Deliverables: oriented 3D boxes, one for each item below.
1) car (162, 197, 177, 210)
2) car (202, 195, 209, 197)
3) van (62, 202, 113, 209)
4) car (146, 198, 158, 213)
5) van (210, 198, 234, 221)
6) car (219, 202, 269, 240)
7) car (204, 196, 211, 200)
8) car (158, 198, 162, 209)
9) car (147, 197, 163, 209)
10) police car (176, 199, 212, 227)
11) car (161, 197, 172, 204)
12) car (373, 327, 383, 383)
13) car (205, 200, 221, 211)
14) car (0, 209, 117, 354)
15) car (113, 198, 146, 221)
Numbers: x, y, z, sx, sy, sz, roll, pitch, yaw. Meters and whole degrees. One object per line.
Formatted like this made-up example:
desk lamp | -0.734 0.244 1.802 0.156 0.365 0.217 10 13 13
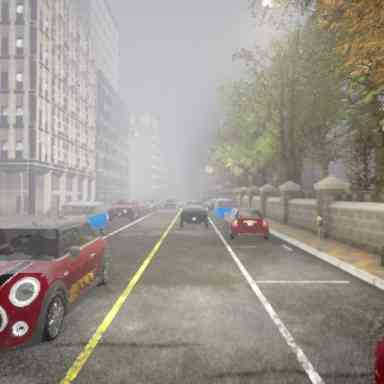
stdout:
car | -3.014 1.709 46.694 1.837 1.490 4.892 0 0 0
car | 2.804 1.588 66.763 2.192 1.841 5.009 1 0 0
van | -5.656 1.424 17.516 1.690 1.788 3.998 1 0 0
car | -5.623 1.727 39.412 2.008 1.369 4.403 1 0 0
van | 2.742 1.475 28.412 1.690 1.788 3.998 1 0 0
car | 2.723 1.525 17.454 1.967 1.590 4.097 1 0 0
car | 2.759 1.619 39.369 1.967 1.590 4.097 1 0 0
car | -5.613 1.637 44.888 1.967 1.590 4.097 1 0 0
car | -5.604 1.657 50.362 1.967 1.590 4.097 1 0 0
police car | 0.134 1.539 23.958 1.930 1.638 5.238 0 0 0
car | -5.570 1.838 72.258 2.008 1.369 4.403 1 0 0
car | 2.698 1.322 1.020 2.192 1.841 5.009 1 0 0
car | 2.767 1.765 44.848 1.947 1.339 4.313 1 0 0
car | -3.094 1.384 6.475 2.097 1.767 4.553 0 0 0
car | -5.638 1.447 28.464 2.192 1.841 5.009 1 0 0
